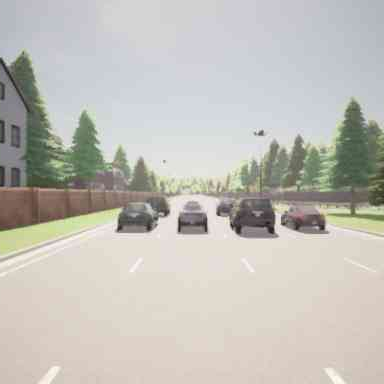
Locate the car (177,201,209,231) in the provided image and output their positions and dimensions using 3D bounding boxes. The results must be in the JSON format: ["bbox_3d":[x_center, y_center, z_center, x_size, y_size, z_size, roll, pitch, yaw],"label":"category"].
[{"bbox_3d":[0.056,1.581,21.287,2.128,1.511,4.902,0,0,0],"label":"car"}]

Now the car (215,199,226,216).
[{"bbox_3d":[3.574,1.501,35.075,2.097,1.767,4.553,0,0,1],"label":"car"}]

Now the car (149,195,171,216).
[{"bbox_3d":[-3.447,1.370,34.660,2.150,2.045,5.566,0,0,1],"label":"car"}]

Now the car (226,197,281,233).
[{"bbox_3d":[3.546,1.310,20.319,2.150,2.045,5.566,0,0,1],"label":"car"}]

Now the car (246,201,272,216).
[{"bbox_3d":[7.078,1.715,35.328,1.994,1.385,4.181,0,0,1],"label":"car"}]

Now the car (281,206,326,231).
[{"bbox_3d":[7.057,1.618,21.400,1.812,1.442,4.674,0,0,0],"label":"car"}]

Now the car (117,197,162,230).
[{"bbox_3d":[-3.439,1.444,21.793,2.097,1.767,4.553,0,0,0],"label":"car"}]
